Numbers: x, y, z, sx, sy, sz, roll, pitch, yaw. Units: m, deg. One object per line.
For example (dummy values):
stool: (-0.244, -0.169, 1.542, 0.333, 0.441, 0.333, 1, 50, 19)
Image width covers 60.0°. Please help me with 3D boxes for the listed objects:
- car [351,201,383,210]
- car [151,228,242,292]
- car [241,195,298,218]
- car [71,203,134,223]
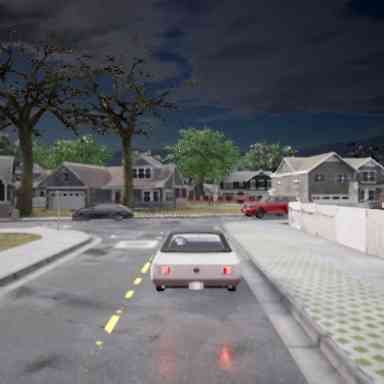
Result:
car: (18.032, 1.665, 34.507, 4.892, 1.490, 1.837, 1, -1, -17)
car: (0.096, 1.617, 8.947, 1.895, 1.301, 4.718, 0, 0, 0)
car: (7.335, 1.327, 30.929, 5.566, 2.045, 2.150, 0, 0, -20)
car: (-6.856, 1.559, 25.562, 4.674, 1.442, 1.812, 0, -2, -5)
